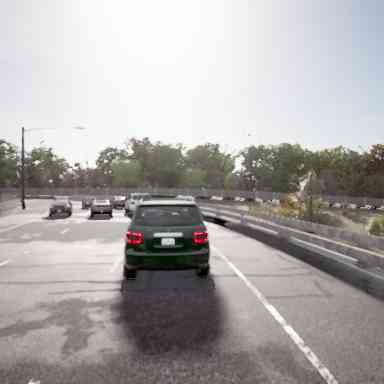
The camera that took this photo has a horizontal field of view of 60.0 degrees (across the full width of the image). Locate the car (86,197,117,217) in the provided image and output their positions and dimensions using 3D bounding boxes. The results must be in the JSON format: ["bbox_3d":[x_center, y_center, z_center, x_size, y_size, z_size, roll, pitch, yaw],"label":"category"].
[{"bbox_3d":[-8.294,1.425,30.373,2.128,1.511,4.902,0,0,-16],"label":"car"}]

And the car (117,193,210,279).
[{"bbox_3d":[-0.803,1.200,10.222,2.150,2.045,5.566,0,0,-6],"label":"car"}]

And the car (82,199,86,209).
[{"bbox_3d":[-13.517,1.503,44.209,1.895,1.301,4.718,0,0,-24],"label":"car"}]

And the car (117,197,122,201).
[{"bbox_3d":[-9.814,1.391,44.499,2.128,1.511,4.902,0,0,-23],"label":"car"}]

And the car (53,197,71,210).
[{"bbox_3d":[-16.961,1.410,43.302,1.837,1.490,4.892,0,0,-24],"label":"car"}]

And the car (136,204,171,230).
[{"bbox_3d":[-2.635,1.550,21.886,1.895,1.301,4.718,0,0,-11],"label":"car"}]

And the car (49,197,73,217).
[{"bbox_3d":[-12.008,1.460,30.593,1.812,1.442,4.674,0,0,-17],"label":"car"}]

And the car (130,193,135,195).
[{"bbox_3d":[-5.253,1.146,32.415,2.150,2.045,5.566,0,0,-17],"label":"car"}]
